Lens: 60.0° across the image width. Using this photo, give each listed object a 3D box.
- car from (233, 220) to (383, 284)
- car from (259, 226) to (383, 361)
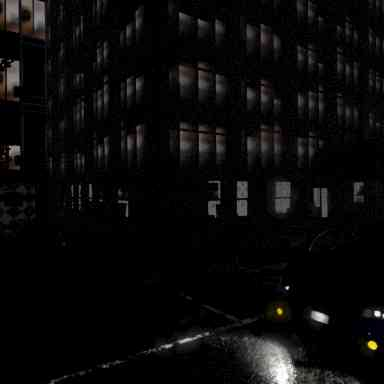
[{"bbox_3d":[3.023,1.549,8.719,4.403,1.369,2.008,0,-1,-35],"label":"car"},{"bbox_3d":[3.403,1.562,5.804,4.181,1.385,1.994,0,0,-35],"label":"car"}]
